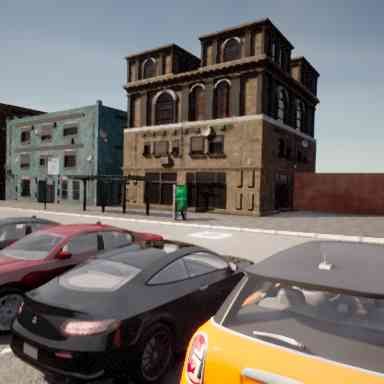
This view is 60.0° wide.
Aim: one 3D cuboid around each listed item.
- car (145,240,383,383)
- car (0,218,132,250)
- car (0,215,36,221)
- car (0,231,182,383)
[{"bbox_3d":[1.871,1.350,3.774,2.185,1.767,4.553,0,0,36],"label":"car"},{"bbox_3d":[-2.648,1.450,7.043,2.097,1.535,5.008,1,0,35],"label":"car"},{"bbox_3d":[-4.919,1.425,8.662,2.097,1.535,5.008,1,0,36],"label":"car"},{"bbox_3d":[-0.382,1.507,5.416,2.002,1.452,4.674,1,0,35],"label":"car"}]
